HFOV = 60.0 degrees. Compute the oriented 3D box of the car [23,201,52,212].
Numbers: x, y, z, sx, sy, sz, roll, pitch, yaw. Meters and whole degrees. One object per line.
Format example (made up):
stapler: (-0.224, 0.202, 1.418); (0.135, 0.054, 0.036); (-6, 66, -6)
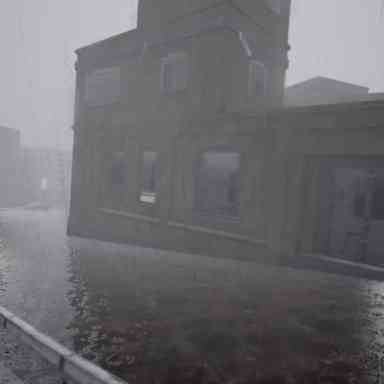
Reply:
car: (-22.645, 2.124, 48.968); (1.837, 1.490, 4.892); (4, -2, 11)
